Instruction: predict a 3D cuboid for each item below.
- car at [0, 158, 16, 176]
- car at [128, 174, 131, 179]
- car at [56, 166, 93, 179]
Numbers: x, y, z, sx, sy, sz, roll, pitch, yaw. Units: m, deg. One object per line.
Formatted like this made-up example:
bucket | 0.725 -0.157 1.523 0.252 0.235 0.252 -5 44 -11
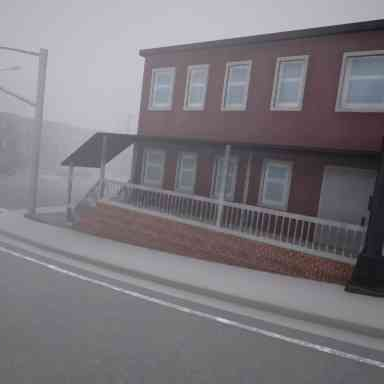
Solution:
car | -20.271 -2.662 33.269 2.097 1.767 4.553 10 6 36
car | -7.671 -2.475 50.690 1.812 1.442 4.674 10 6 35
car | -14.466 -2.482 41.308 1.812 1.442 4.674 10 6 35
